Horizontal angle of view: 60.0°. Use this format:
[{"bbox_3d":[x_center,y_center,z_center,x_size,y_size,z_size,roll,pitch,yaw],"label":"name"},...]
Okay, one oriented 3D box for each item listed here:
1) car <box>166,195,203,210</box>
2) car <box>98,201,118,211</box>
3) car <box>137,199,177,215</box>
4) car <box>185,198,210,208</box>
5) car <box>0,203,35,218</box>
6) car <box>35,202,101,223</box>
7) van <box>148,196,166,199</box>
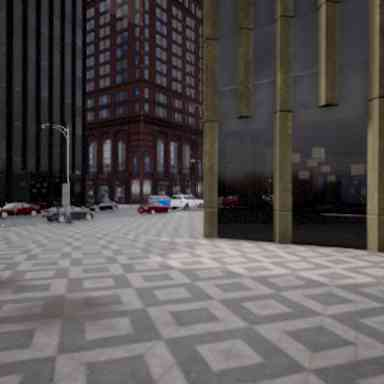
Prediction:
[{"bbox_3d":[-0.665,1.430,46.393,2.150,2.045,5.566,0,1,35],"label":"car"},{"bbox_3d":[-11.201,1.751,41.476,1.947,1.339,4.313,1,0,35],"label":"car"},{"bbox_3d":[-4.082,1.778,36.779,1.887,1.381,4.507,0,0,35],"label":"car"},{"bbox_3d":[0.912,1.745,53.870,1.994,1.385,4.181,0,0,36],"label":"car"},{"bbox_3d":[-17.315,1.748,32.817,1.887,1.381,4.507,1,0,35],"label":"car"},{"bbox_3d":[-10.310,1.802,27.958,2.008,1.369,4.403,1,0,35],"label":"car"},{"bbox_3d":[-5.085,1.513,50.136,1.690,1.788,3.998,0,0,35],"label":"van"}]
